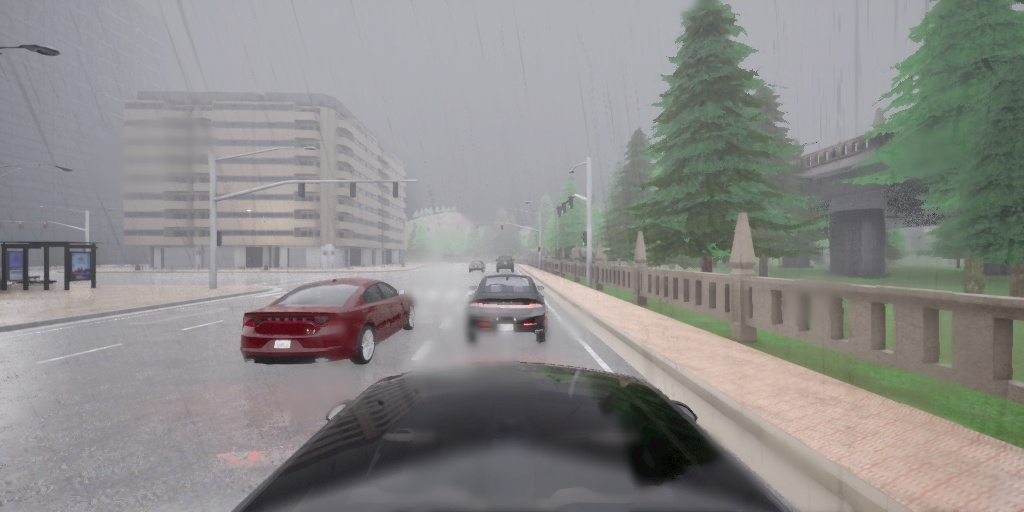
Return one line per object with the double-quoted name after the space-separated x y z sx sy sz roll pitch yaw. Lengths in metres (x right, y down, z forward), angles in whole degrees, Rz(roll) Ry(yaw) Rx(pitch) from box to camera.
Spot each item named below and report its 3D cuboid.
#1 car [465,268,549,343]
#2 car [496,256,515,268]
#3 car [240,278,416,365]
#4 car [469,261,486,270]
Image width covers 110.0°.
-0.127 1.242 9.643 2.128 1.511 4.902 0 0 -1 "car"
-0.865 0.971 45.333 2.150 2.045 5.566 0 0 -1 "car"
-3.595 1.228 8.081 1.882 1.535 5.008 0 0 0 "car"
-4.367 1.298 45.012 2.033 1.411 5.357 0 0 -1 "car"
